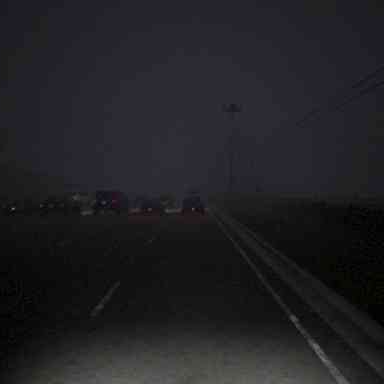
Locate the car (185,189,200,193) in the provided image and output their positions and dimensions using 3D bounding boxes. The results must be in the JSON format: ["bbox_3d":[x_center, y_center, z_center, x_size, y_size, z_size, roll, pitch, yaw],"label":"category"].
[{"bbox_3d":[0.093,0.607,53.693,2.150,2.045,5.566,0,0,0],"label":"car"}]

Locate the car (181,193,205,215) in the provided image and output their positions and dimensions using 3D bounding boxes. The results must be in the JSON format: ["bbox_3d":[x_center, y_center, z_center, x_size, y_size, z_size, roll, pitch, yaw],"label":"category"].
[{"bbox_3d":[0.095,1.154,29.510,2.128,1.511,4.902,0,1,0],"label":"car"}]

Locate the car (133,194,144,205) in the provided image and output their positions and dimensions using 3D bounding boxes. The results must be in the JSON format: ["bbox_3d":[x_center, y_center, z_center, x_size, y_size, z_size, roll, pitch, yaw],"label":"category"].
[{"bbox_3d":[-6.888,1.005,45.548,1.812,1.442,4.674,0,1,0],"label":"car"}]

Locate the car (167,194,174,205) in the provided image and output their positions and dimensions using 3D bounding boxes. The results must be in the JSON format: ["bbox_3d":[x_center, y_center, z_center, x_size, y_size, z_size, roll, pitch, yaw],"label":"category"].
[{"bbox_3d":[-3.406,0.996,44.771,1.837,1.490,4.892,0,1,0],"label":"car"}]

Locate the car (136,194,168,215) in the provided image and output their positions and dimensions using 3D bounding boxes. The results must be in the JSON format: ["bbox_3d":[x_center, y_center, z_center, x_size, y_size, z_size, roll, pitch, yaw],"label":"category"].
[{"bbox_3d":[-3.404,1.191,29.304,1.812,1.442,4.674,0,1,0],"label":"car"}]

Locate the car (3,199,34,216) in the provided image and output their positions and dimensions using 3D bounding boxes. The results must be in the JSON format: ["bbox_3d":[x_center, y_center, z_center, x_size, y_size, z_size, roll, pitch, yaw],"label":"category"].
[{"bbox_3d":[-13.906,1.244,27.898,1.994,1.385,4.181,0,1,0],"label":"car"}]

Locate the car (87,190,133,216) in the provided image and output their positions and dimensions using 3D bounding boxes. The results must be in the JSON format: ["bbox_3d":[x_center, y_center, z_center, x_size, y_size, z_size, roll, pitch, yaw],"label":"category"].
[{"bbox_3d":[-6.904,0.892,28.782,2.150,2.045,5.566,0,1,0],"label":"car"}]

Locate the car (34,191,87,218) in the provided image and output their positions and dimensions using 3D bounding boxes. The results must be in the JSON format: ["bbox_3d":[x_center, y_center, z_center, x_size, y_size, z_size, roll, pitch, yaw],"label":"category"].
[{"bbox_3d":[-10.403,1.045,26.750,2.097,1.767,4.553,0,1,0],"label":"car"}]

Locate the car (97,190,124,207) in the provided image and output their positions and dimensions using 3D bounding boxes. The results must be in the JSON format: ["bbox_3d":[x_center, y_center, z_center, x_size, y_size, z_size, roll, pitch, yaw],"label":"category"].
[{"bbox_3d":[-10.405,0.733,42.867,2.150,2.045,5.566,0,1,0],"label":"car"}]
